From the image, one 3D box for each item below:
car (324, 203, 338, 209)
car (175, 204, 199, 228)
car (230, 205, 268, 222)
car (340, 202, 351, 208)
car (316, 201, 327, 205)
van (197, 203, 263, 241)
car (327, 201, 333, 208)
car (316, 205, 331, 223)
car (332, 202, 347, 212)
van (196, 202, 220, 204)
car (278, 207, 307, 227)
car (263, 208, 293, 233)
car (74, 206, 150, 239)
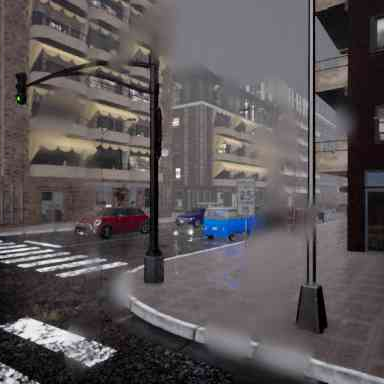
[{"bbox_3d":[30.597,3.064,73.315,1.887,1.381,4.507,-1,-2,35],"label":"car"},{"bbox_3d":[0.610,1.985,26.659,1.812,1.442,4.674,0,-1,36],"label":"car"},{"bbox_3d":[5.933,2.140,34.136,1.837,1.490,4.892,0,-1,35],"label":"car"},{"bbox_3d":[40.132,3.375,86.722,1.752,1.417,4.829,-1,-2,35],"label":"car"},{"bbox_3d":[24.175,2.889,64.287,1.802,1.307,4.206,-1,-2,35],"label":"car"},{"bbox_3d":[2.248,1.704,18.773,1.690,1.788,3.998,-1,-2,35],"label":"van"},{"bbox_3d":[27.385,2.728,68.807,2.192,1.841,5.009,-1,-2,35],"label":"car"},{"bbox_3d":[11.743,2.233,32.409,2.008,1.369,4.403,-1,-2,35],"label":"car"},{"bbox_3d":[25.948,2.723,56.769,1.837,1.490,4.892,0,-1,36],"label":"car"},{"bbox_3d":[1.699,1.903,32.695,1.690,1.788,3.998,-1,-2,35],"label":"van"},{"bbox_3d":[8.532,2.158,27.893,1.802,1.307,4.206,-1,-2,35],"label":"car"},{"bbox_3d":[5.322,2.035,23.380,1.947,1.339,4.313,-1,-2,35],"label":"car"},{"bbox_3d":[-4.530,1.639,19.396,2.097,1.767,4.553,0,-1,35],"label":"car"}]
